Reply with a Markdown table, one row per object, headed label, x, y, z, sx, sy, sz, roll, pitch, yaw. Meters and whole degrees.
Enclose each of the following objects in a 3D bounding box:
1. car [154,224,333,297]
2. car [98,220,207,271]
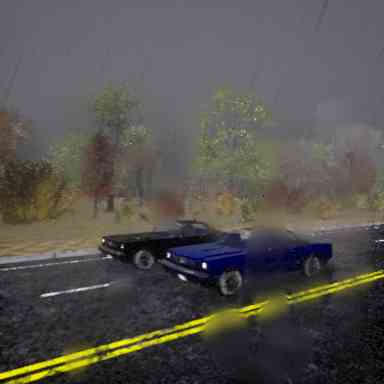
| label | x | y | z | sx | sy | sz | roll | pitch | yaw |
| --- | --- | --- | --- | --- | --- | --- | --- | --- | --- |
| car | 1.591 | 1.637 | 8.806 | 4.718 | 1.301 | 1.895 | 0 | 0 | -35 |
| car | -0.633 | 1.635 | 11.213 | 4.718 | 1.301 | 1.895 | 0 | 0 | -35 |
